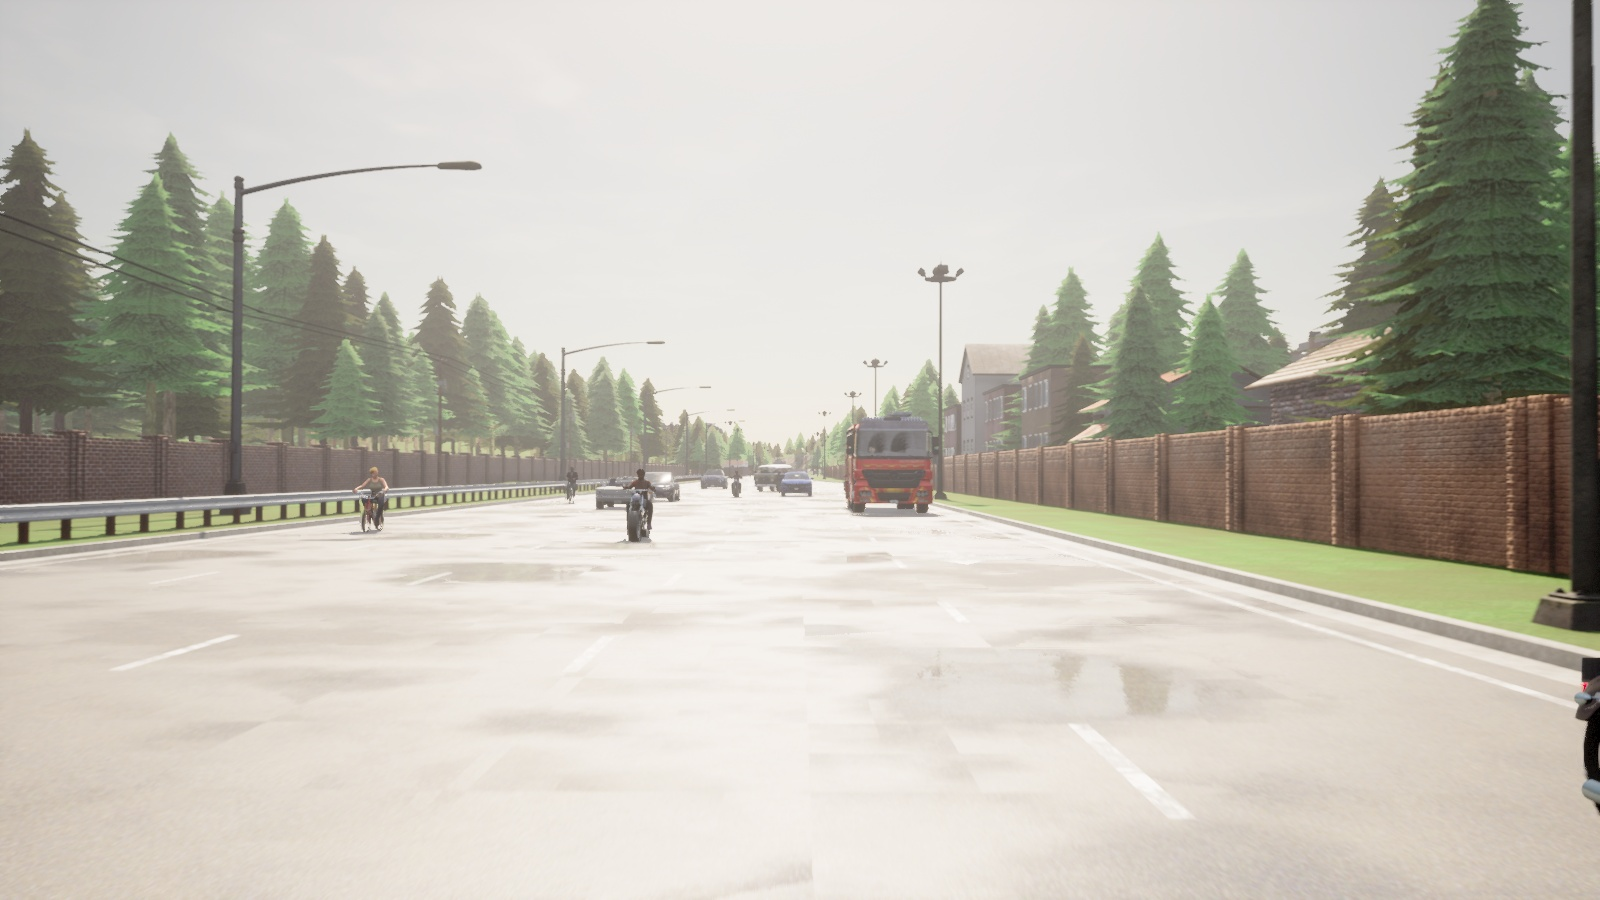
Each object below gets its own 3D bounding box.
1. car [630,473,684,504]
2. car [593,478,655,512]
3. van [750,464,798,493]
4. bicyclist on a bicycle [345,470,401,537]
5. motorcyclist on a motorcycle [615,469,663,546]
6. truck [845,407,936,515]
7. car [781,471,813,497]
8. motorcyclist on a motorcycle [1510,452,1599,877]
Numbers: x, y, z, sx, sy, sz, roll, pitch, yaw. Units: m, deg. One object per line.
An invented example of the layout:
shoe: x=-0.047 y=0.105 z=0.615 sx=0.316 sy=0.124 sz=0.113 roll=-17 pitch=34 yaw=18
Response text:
car: x=-7.157 y=1.903 z=63.292 sx=2.163 sy=1.488 sz=4.792 roll=0 pitch=-1 yaw=0
car: x=-7.127 y=1.803 z=51.365 sx=1.895 sy=1.301 sz=4.718 roll=0 pitch=-1 yaw=0
van: x=-1.880 y=2.112 z=93.580 sx=2.069 sy=2.038 sz=4.480 roll=-1 pitch=-1 yaw=20
bicyclist on a bicycle: x=-10.572 y=1.315 z=31.123 sx=0.866 sy=1.612 sz=1.509 roll=0 pitch=-1 yaw=0
motorcyclist on a motorcycle: x=-3.570 y=1.248 z=28.016 sx=0.766 sy=1.649 sz=2.350 roll=0 pitch=-1 yaw=0
truck: x=3.375 y=0.457 z=49.033 sx=2.891 sy=3.827 sz=8.468 roll=0 pitch=-1 yaw=0
car: x=-0.192 y=2.088 z=77.324 sx=1.882 sy=1.535 sz=5.008 roll=0 pitch=-1 yaw=0
motorcyclist on a motorcycle: x=3.489 y=0.823 z=4.295 sx=0.766 sy=1.649 sz=2.350 roll=0 pitch=-1 yaw=0
